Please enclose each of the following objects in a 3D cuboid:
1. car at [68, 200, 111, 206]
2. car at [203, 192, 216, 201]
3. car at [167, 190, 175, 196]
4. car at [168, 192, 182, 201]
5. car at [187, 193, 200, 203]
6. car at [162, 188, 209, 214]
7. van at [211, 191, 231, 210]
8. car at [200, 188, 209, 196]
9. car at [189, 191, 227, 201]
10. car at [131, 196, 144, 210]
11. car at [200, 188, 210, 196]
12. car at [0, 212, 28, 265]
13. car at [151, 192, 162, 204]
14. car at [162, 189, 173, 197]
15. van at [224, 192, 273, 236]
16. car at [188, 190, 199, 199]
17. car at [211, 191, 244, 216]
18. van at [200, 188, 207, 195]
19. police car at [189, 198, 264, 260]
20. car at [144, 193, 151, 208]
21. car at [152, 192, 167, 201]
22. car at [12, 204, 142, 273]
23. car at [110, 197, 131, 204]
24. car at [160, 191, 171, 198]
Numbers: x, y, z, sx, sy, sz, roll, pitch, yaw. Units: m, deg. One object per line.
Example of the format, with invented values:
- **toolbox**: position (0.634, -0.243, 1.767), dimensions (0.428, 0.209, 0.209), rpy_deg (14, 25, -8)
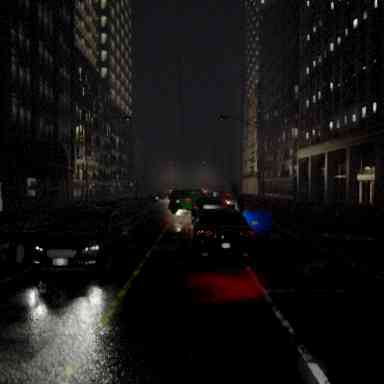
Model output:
- **car**: position (-5.620, 1.304, 16.382), dimensions (1.947, 1.339, 4.313), rpy_deg (-1, 1, 0)
- **car**: position (2.956, 0.650, 56.120), dimensions (2.008, 1.369, 4.403), rpy_deg (-1, 1, 0)
- **car**: position (-5.286, 0.174, 84.406), dimensions (1.752, 1.417, 4.829), rpy_deg (-1, 1, 0)
- **car**: position (-2.736, 0.732, 54.307), dimensions (1.994, 1.385, 4.181), rpy_deg (0, 1, 0)
- **car**: position (0.250, 0.819, 48.776), dimensions (1.895, 1.301, 4.718), rpy_deg (0, 1, 1)
- **car**: position (-0.007, 0.769, 28.078), dimensions (2.150, 2.045, 5.566), rpy_deg (0, 1, 24)
- **van**: position (2.842, 0.805, 33.386), dimensions (1.690, 1.788, 3.998), rpy_deg (-1, 1, 0)
- **car**: position (3.093, -0.041, 84.531), dimensions (2.192, 1.841, 5.009), rpy_deg (-1, 1, 0)
- **car**: position (1.003, 1.002, 21.662), dimensions (2.097, 1.767, 4.553), rpy_deg (0, 1, 0)
- **car**: position (-5.565, 1.107, 27.747), dimensions (2.008, 1.369, 4.403), rpy_deg (-1, 1, 0)
- **car**: position (3.065, 0.050, 78.848), dimensions (2.192, 1.841, 5.009), rpy_deg (-1, 1, 0)
- **car**: position (-5.648, 1.379, 10.699), dimensions (2.008, 1.369, 4.403), rpy_deg (-1, 1, 0)
- **car**: position (-5.481, 0.835, 44.796), dimensions (2.008, 1.369, 4.403), rpy_deg (-1, 1, 0)
- **car**: position (-5.342, 0.269, 73.208), dimensions (1.967, 1.590, 4.097), rpy_deg (-1, 1, 0)
- **van**: position (2.759, 1.077, 16.337), dimensions (1.690, 1.788, 3.998), rpy_deg (-1, 1, 0)
- **car**: position (0.305, 0.487, 62.703), dimensions (2.128, 1.511, 4.902), rpy_deg (0, 1, 0)
- **car**: position (2.814, 0.869, 27.702), dimensions (2.192, 1.841, 5.009), rpy_deg (-1, 1, 0)
- **van**: position (3.121, -0.107, 90.214), dimensions (1.690, 1.788, 3.998), rpy_deg (-1, 1, 0)
- **police car**: position (0.955, 1.234, 11.804), dimensions (1.930, 1.638, 5.238), rpy_deg (0, 1, 0)
- **car**: position (-5.536, 1.048, 33.431), dimensions (1.802, 1.307, 4.206), rpy_deg (-1, 1, 0)
- **car**: position (-5.425, 0.653, 56.161), dimensions (2.008, 1.369, 4.403), rpy_deg (-1, 1, 0)
- **car**: position (-3.053, 1.327, 10.183), dimensions (2.128, 1.511, 4.902), rpy_deg (0, 1, 0)
- **car**: position (-5.592, 1.192, 22.064), dimensions (1.887, 1.381, 4.507), rpy_deg (-1, 1, 0)
- **car**: position (-5.369, 0.502, 67.527), dimensions (1.802, 1.307, 4.206), rpy_deg (-1, 1, 0)
